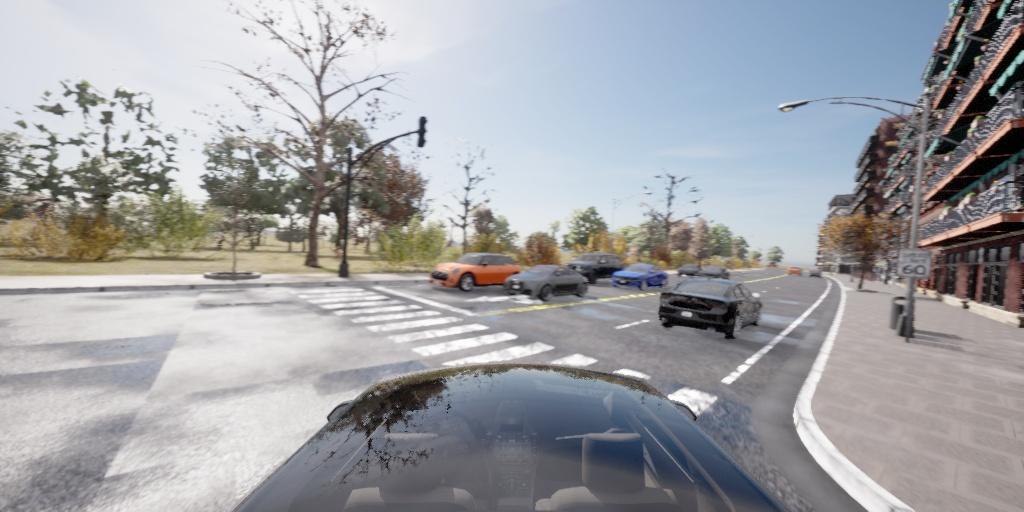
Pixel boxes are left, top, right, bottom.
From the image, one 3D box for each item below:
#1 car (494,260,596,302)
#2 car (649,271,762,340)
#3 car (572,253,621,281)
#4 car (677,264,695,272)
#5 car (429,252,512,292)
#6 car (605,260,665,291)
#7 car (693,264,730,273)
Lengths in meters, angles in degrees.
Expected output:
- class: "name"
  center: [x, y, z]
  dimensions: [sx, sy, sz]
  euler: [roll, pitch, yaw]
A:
- class: "car"
  center: [1.559, 1.094, 15.720]
  dimensions: [1.994, 1.385, 4.181]
  euler: [5, 2, 44]
- class: "car"
  center: [6.267, 1.433, 11.097]
  dimensions: [1.882, 1.535, 5.008]
  euler: [5, 2, 44]
- class: "car"
  center: [5.635, 0.797, 24.620]
  dimensions: [2.150, 2.045, 5.566]
  euler: [5, 2, 43]
- class: "car"
  center: [19.951, 1.644, 39.907]
  dimensions: [1.837, 1.490, 4.892]
  euler: [5, 2, 43]
- class: "car"
  center: [-1.630, 0.639, 17.071]
  dimensions: [2.097, 1.767, 4.553]
  euler: [5, 2, 44]
- class: "car"
  center: [8.135, 1.269, 22.569]
  dimensions: [1.882, 1.535, 5.008]
  euler: [5, 2, 43]
- class: "car"
  center: [19.645, 1.721, 34.823]
  dimensions: [1.882, 1.535, 5.008]
  euler: [5, 2, 43]
